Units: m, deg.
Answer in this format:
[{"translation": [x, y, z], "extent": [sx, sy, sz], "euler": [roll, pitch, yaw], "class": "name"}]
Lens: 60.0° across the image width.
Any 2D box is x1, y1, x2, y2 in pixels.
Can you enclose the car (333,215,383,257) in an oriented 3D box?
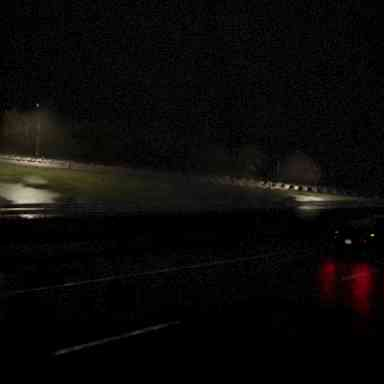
[{"translation": [7.663, 1.663, 13.609], "extent": [4.674, 1.442, 1.812], "euler": [0, 0, -35], "class": "car"}]
